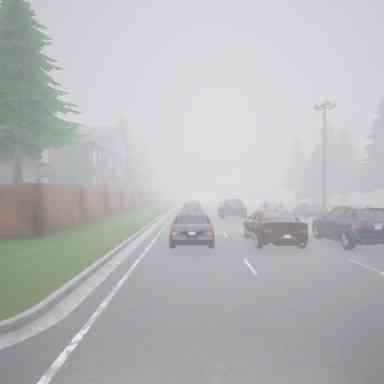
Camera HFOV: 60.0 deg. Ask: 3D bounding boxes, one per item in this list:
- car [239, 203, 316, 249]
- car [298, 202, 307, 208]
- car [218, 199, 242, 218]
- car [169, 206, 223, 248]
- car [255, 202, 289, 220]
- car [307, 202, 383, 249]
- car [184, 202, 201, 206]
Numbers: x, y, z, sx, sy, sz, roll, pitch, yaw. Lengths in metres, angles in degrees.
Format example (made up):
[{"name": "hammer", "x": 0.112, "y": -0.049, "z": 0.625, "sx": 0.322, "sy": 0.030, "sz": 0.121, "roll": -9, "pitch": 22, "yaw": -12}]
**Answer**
[{"name": "car", "x": 3.500, "y": 1.482, "z": 14.650, "sx": 1.882, "sy": 1.535, "sz": 5.008, "roll": 0, "pitch": 0, "yaw": 0}, {"name": "car", "x": 10.500, "y": 1.570, "z": 29.650, "sx": 1.994, "sy": 1.385, "sz": 4.181, "roll": 0, "pitch": 0, "yaw": 0}, {"name": "car", "x": 3.500, "y": 1.363, "z": 29.620, "sx": 2.097, "sy": 1.767, "sz": 4.553, "roll": 0, "pitch": 0, "yaw": 0}, {"name": "car", "x": 0.000, "y": 1.560, "z": 14.650, "sx": 2.033, "sy": 1.411, "sz": 5.357, "roll": 0, "pitch": 0, "yaw": 0}, {"name": "car", "x": 7.000, "y": 1.614, "z": 29.680, "sx": 1.895, "sy": 1.301, "sz": 4.718, "roll": 0, "pitch": 0, "yaw": 0}, {"name": "car", "x": 7.000, "y": 1.363, "z": 14.620, "sx": 2.097, "sy": 1.767, "sz": 4.553, "roll": 0, "pitch": 0, "yaw": 0}, {"name": "car", "x": 0.000, "y": 1.561, "z": 29.650, "sx": 2.033, "sy": 1.411, "sz": 5.357, "roll": 0, "pitch": 0, "yaw": 0}]
